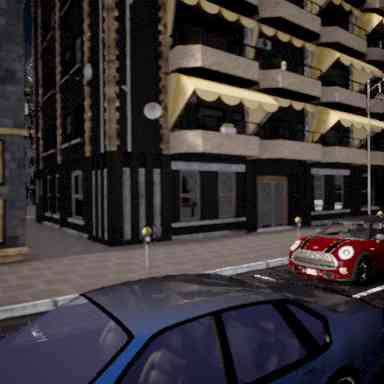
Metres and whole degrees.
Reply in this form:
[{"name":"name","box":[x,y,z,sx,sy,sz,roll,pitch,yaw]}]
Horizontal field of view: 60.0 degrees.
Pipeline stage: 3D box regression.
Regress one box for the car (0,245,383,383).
[{"name":"car","box":[-0.285,1.547,2.866,5.357,1.411,2.033,0,0,-36]}]

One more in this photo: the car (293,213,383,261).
[{"name":"car","box":[4.568,1.438,9.367,4.097,1.590,1.967,0,-1,-35]}]
